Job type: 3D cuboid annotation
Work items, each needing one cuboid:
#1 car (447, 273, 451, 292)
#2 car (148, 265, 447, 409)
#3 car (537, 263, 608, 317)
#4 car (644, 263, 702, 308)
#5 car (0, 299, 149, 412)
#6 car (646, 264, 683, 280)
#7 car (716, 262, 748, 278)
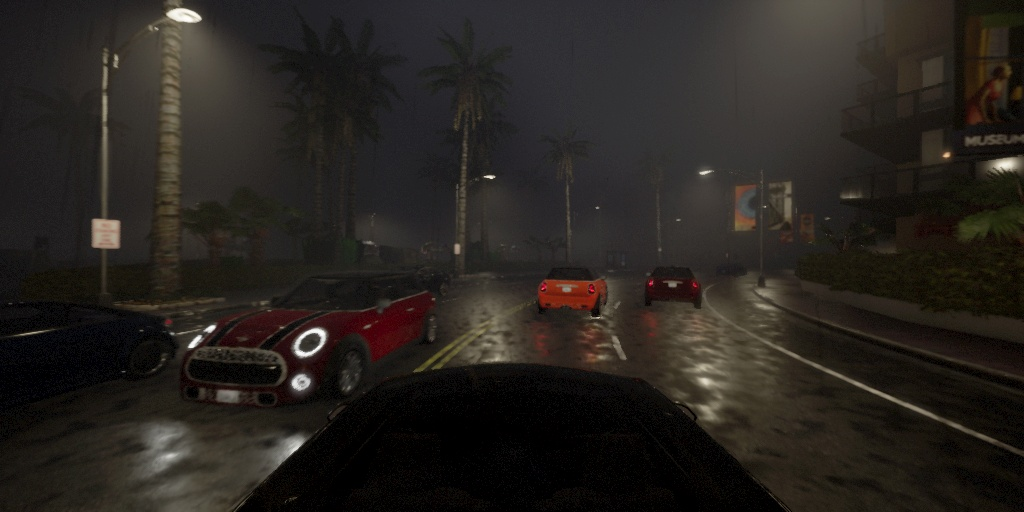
[{"bbox_3d":[-4.518,1.188,16.093,2.128,1.511,4.902,1,0,19],"label":"car"},{"bbox_3d":[-3.003,1.068,6.456,2.097,1.767,4.553,1,0,9],"label":"car"},{"bbox_3d":[2.461,1.118,13.703,2.097,1.767,4.553,1,0,19],"label":"car"},{"bbox_3d":[7.084,1.164,15.924,2.097,1.767,4.553,1,0,23],"label":"car"},{"bbox_3d":[-6.733,1.244,4.316,1.994,1.385,4.181,1,0,5],"label":"car"},{"bbox_3d":[14.666,1.476,34.284,1.895,1.301,4.718,1,0,41],"label":"car"},{"bbox_3d":[23.388,1.438,38.113,5.008,1.535,1.882,0,0,-42],"label":"car"}]
